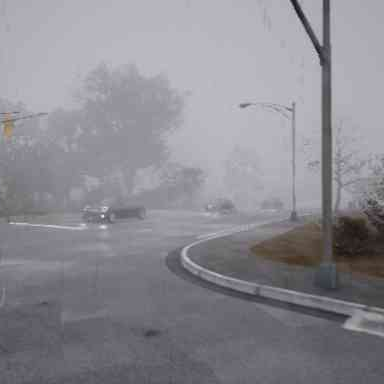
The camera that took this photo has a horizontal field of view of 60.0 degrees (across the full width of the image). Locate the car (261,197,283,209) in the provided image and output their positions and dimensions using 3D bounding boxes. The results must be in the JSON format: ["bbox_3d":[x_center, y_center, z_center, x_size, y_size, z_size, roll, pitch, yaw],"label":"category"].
[{"bbox_3d":[12.952,1.841,53.456,2.150,2.045,5.566,0,-2,30],"label":"car"}]

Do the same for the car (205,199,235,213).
[{"bbox_3d":[3.131,1.469,36.905,2.128,1.511,4.902,0,-2,30],"label":"car"}]

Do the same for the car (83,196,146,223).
[{"bbox_3d":[-5.194,1.072,22.703,2.097,1.767,4.553,0,0,30],"label":"car"}]
